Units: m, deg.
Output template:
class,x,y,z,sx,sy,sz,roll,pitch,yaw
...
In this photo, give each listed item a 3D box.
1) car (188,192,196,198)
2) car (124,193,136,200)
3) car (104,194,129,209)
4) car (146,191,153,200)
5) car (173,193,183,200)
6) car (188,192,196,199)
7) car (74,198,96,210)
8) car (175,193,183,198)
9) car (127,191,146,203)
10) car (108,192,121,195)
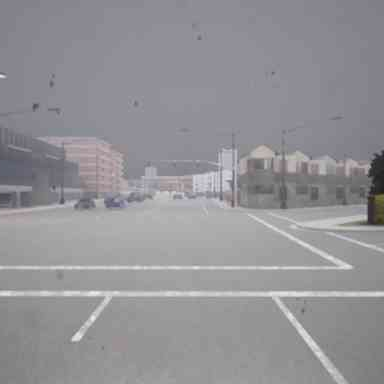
class,x,y,z,sx,sy,sz,roll,pitch,yaw
car,-0.010,0.808,89.962,2.097,1.767,4.553,0,-1,0
car,-14.008,1.067,75.460,1.812,1.442,4.674,0,1,0
car,-10.587,1.510,46.151,1.882,1.535,5.008,0,1,0
car,-10.508,0.757,78.044,2.150,2.045,5.566,0,1,0
car,-3.509,1.051,79.558,2.128,1.511,4.902,0,0,0
car,-0.009,1.126,80.003,1.895,1.301,4.718,0,0,0
car,-14.095,1.577,44.086,1.812,1.442,4.674,0,0,0
car,-3.510,1.047,90.016,1.895,1.301,4.718,0,-1,0
car,-10.540,0.983,62.071,2.150,2.045,5.566,0,1,1
car,-14.047,1.035,59.736,2.150,2.045,5.566,0,1,1
